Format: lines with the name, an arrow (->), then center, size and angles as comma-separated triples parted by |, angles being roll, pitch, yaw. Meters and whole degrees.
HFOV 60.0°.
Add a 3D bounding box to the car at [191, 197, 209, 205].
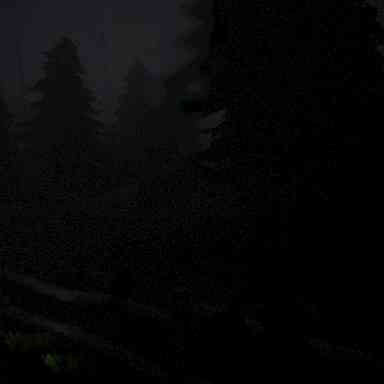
car -> 1.369, 1.474, 46.215 | 5.566, 2.045, 2.150 | 0, 0, -3
